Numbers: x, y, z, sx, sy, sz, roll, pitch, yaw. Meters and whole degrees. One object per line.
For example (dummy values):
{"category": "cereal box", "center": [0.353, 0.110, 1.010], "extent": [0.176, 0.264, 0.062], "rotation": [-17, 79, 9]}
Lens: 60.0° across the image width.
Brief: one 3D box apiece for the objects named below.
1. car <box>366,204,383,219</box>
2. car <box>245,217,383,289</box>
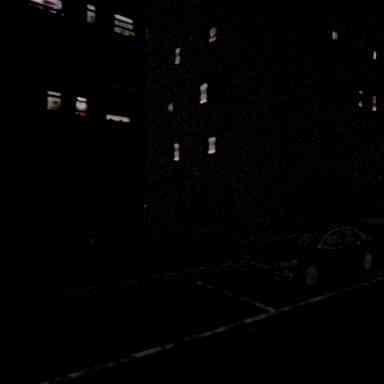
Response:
{"category": "car", "center": [7.915, 1.309, 12.354], "extent": [5.009, 1.841, 2.192], "rotation": [0, 1, -36]}
{"category": "car", "center": [3.382, 1.547, 9.122], "extent": [4.403, 1.369, 2.008], "rotation": [0, 1, -36]}
